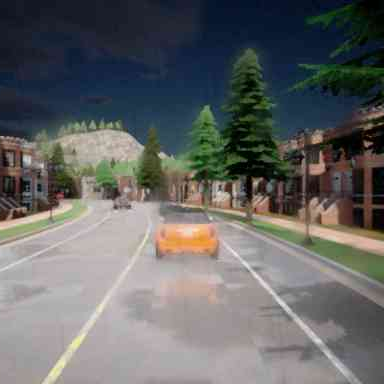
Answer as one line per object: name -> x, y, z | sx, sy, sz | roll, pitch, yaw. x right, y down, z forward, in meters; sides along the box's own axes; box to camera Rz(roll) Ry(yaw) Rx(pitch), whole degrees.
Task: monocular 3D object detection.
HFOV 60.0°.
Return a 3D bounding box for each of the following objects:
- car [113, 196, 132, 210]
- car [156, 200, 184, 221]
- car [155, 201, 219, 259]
car -> -8.978, 1.367, 42.772 | 2.097, 1.767, 4.553 | 0, 0, -16
car -> -1.967, 1.514, 28.364 | 1.837, 1.490, 4.892 | 0, 0, -9
car -> -0.244, 1.357, 12.725 | 2.097, 1.767, 4.553 | 0, 0, -3
